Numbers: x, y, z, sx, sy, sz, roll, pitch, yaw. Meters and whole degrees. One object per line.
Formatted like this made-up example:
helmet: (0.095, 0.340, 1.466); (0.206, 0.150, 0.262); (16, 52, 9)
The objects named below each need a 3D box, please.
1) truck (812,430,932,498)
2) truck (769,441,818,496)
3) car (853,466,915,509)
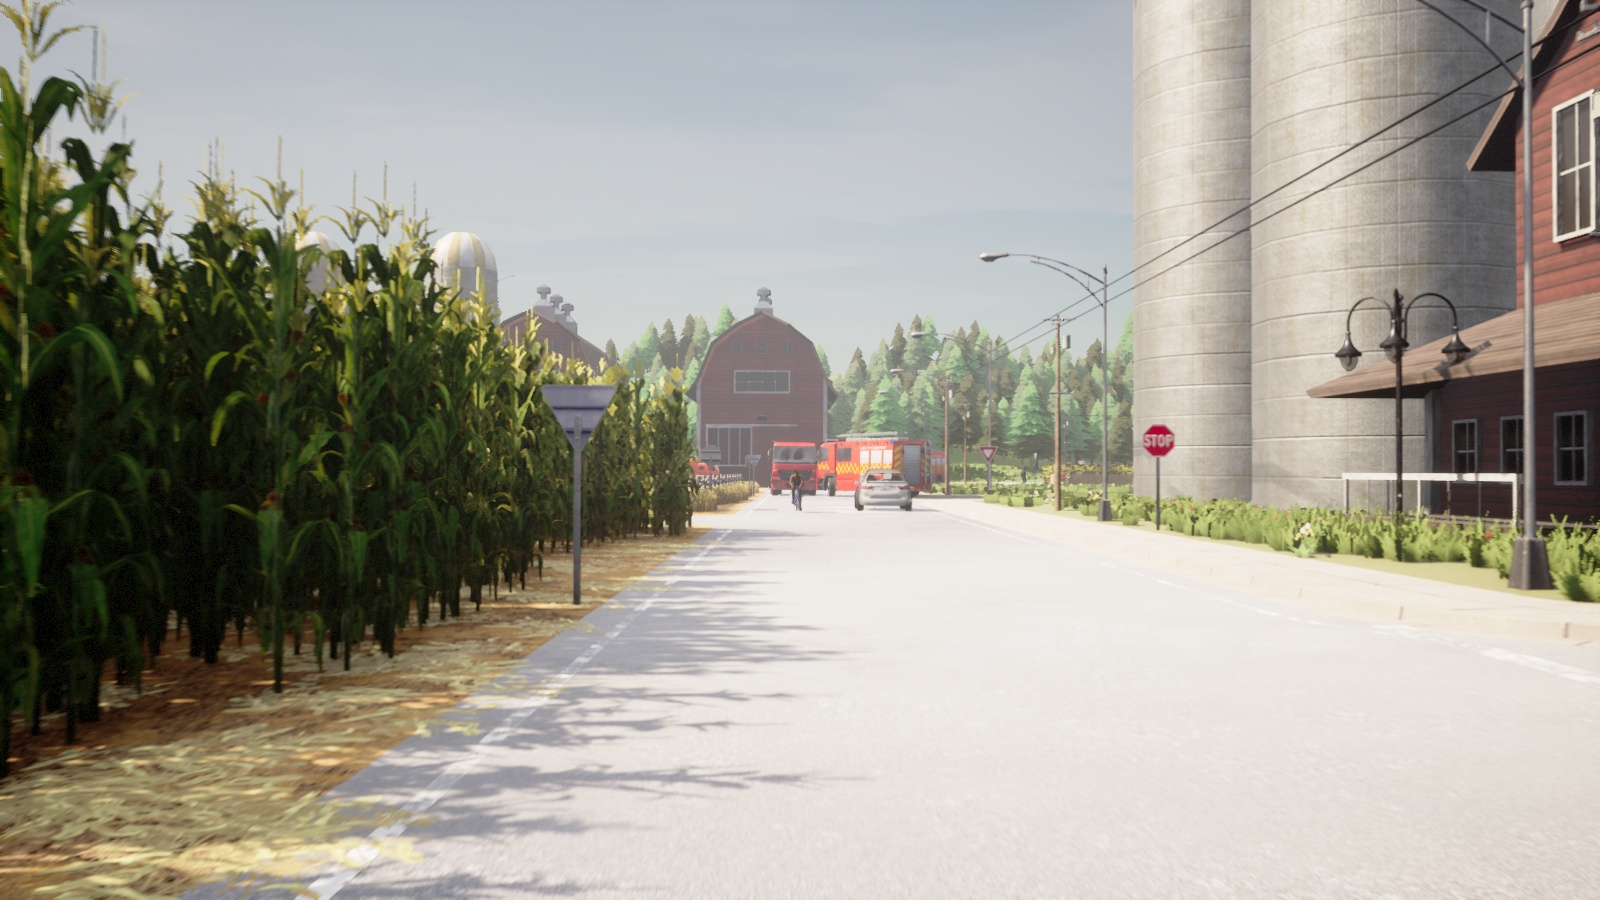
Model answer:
truck: (4.192, 0.899, 75.720); (2.891, 3.827, 8.468); (0, -1, -32)
truck: (-0.480, 1.204, 82.201); (2.891, 3.462, 7.936); (0, -1, -3)
car: (3.351, 1.499, 51.024); (2.242, 1.667, 4.611); (0, -1, 1)
